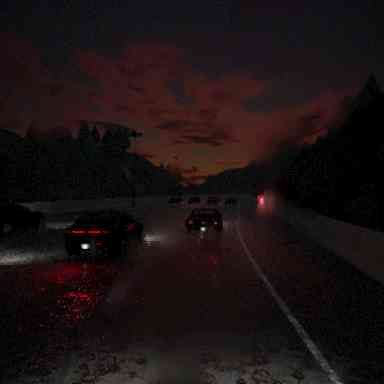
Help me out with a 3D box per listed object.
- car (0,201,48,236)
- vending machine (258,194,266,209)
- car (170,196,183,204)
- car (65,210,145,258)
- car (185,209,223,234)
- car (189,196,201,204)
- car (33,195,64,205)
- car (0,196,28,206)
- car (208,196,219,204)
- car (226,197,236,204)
[{"bbox_3d":[-9.776,1.353,17.715,1.882,1.535,5.008,0,0,6],"label":"car"},{"bbox_3d":[10.018,1.315,47.675,1.100,2.100,0.880,1,0,8],"label":"vending machine"},{"bbox_3d":[-3.029,1.444,64.501,2.128,1.511,4.902,1,0,8],"label":"car"},{"bbox_3d":[-3.114,1.462,12.736,1.837,1.490,4.892,0,-1,5],"label":"car"},{"bbox_3d":[0.829,1.609,19.245,1.895,1.301,4.718,1,0,7],"label":"car"},{"bbox_3d":[0.545,1.501,64.741,1.837,1.490,4.892,1,-1,8],"label":"car"},{"bbox_3d":[-22.623,1.261,52.711,2.033,1.411,5.357,1,0,9],"label":"car"},{"bbox_3d":[-26.691,1.261,49.247,1.895,1.301,4.718,1,0,9],"label":"car"},{"bbox_3d":[4.158,1.546,65.262,1.837,1.490,4.892,1,-1,8],"label":"car"},{"bbox_3d":[7.526,1.650,64.171,1.994,1.385,4.181,1,0,8],"label":"car"}]
